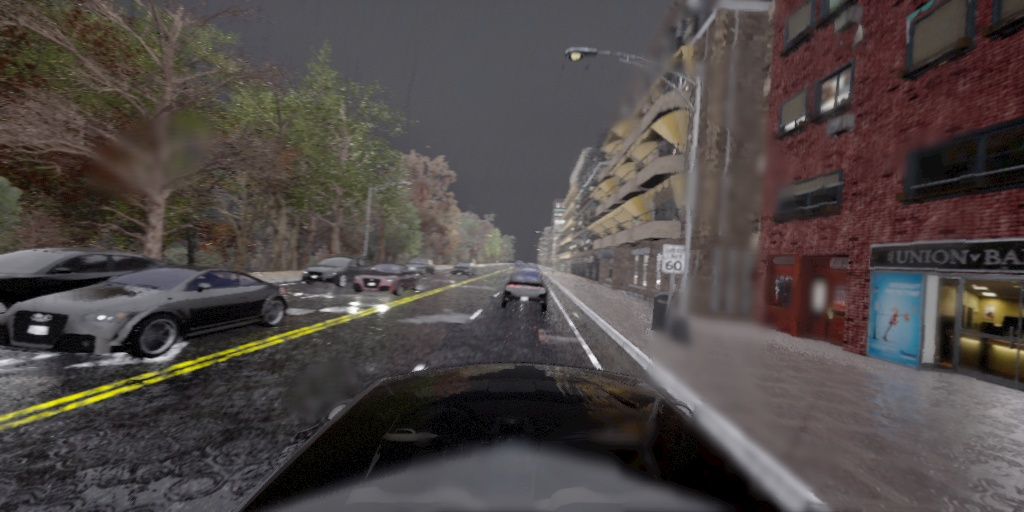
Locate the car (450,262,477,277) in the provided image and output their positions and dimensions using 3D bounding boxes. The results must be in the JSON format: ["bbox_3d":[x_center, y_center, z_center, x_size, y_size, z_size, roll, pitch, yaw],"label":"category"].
[{"bbox_3d":[-4.790,1.336,36.461,2.033,1.411,5.357,4,-1,4],"label":"car"}]

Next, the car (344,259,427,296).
[{"bbox_3d":[-5.902,1.040,17.319,1.994,1.385,4.181,4,-1,3],"label":"car"}]

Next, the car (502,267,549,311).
[{"bbox_3d":[0.630,1.459,16.144,2.128,1.511,4.902,4,-1,3],"label":"car"}]

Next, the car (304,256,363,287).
[{"bbox_3d":[-9.042,0.760,19.108,1.837,1.490,4.892,4,-1,3],"label":"car"}]

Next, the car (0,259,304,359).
[{"bbox_3d":[-6.472,0.878,6.991,1.994,1.385,4.181,4,-1,3],"label":"car"}]

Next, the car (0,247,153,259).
[{"bbox_3d":[-9.673,0.552,7.706,1.882,1.535,5.008,4,-1,3],"label":"car"}]

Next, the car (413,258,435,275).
[{"bbox_3d":[-8.288,0.958,32.309,2.128,1.511,4.902,4,-1,4],"label":"car"}]

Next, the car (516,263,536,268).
[{"bbox_3d":[1.612,1.731,33.902,1.882,1.535,5.008,4,-1,3],"label":"car"}]
